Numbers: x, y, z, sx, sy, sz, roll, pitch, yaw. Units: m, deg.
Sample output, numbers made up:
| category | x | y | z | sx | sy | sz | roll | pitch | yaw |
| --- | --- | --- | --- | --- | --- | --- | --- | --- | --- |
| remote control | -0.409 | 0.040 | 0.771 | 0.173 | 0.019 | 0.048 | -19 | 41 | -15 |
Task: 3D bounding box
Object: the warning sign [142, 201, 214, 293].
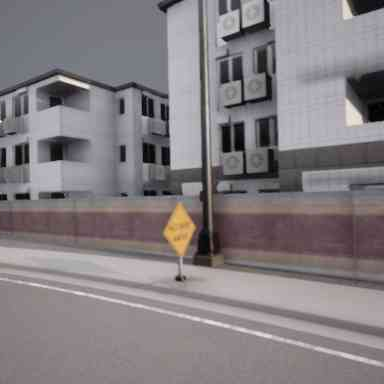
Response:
| category | x | y | z | sx | sy | sz | roll | pitch | yaw |
| --- | --- | --- | --- | --- | --- | --- | --- | --- | --- |
| warning sign | -0.293 | 1.163 | 7.710 | 1.060 | 1.860 | 1.300 | -2 | 0 | 32 |
